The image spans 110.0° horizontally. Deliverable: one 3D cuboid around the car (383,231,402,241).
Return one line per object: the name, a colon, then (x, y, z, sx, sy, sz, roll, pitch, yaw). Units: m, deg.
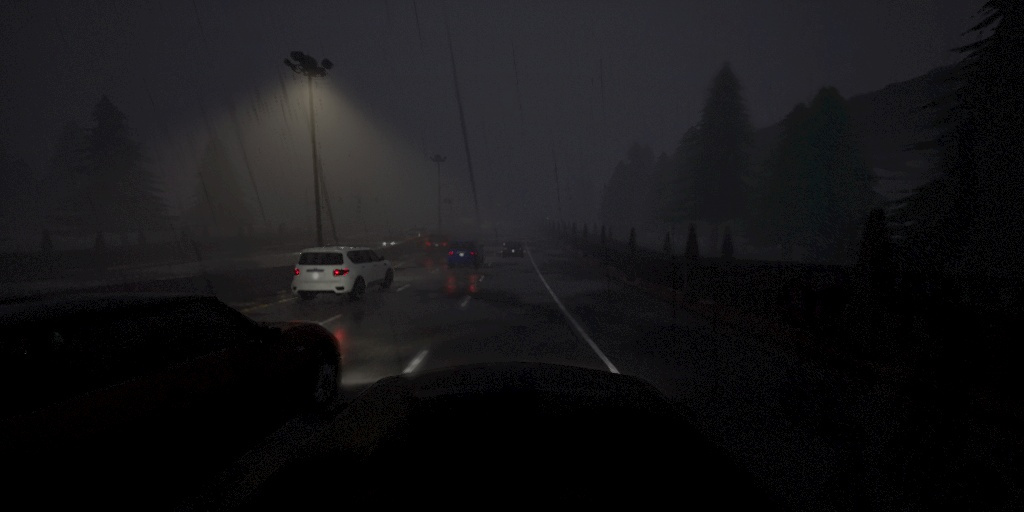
car: (-17.402, -3.015, 53.289, 2.033, 1.411, 5.357, 0, 7, 0)

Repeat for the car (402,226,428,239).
car: (-13.904, -3.364, 53.115, 2.150, 2.045, 5.566, 0, 7, 0)

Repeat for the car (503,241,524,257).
car: (0.110, -0.740, 34.490, 1.994, 1.385, 4.181, 0, 7, 0)

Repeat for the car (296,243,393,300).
car: (-6.898, 0.620, 15.277, 2.150, 2.045, 5.566, 0, 3, 0)

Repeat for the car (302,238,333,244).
car: (-21.061, -1.257, 38.736, 1.994, 1.385, 4.181, 0, 7, 0)

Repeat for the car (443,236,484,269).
car: (-3.397, -0.242, 26.895, 2.150, 2.045, 5.566, 0, 5, 0)

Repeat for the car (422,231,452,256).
car: (-6.889, -1.209, 35.492, 2.150, 2.045, 5.566, 0, 7, 0)

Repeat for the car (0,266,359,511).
car: (-3.400, 1.093, 3.141, 2.097, 1.767, 4.553, 0, 1, 0)
